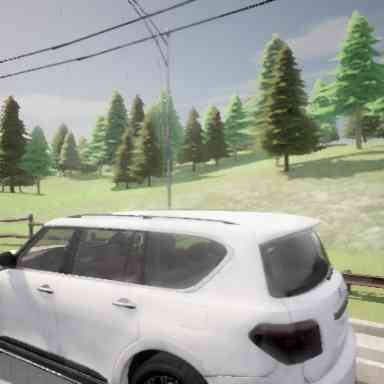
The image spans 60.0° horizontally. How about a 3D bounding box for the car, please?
[{"bbox_3d":[-0.923,1.259,4.399,5.566,2.045,2.150,-1,0,32],"label":"car"}]
